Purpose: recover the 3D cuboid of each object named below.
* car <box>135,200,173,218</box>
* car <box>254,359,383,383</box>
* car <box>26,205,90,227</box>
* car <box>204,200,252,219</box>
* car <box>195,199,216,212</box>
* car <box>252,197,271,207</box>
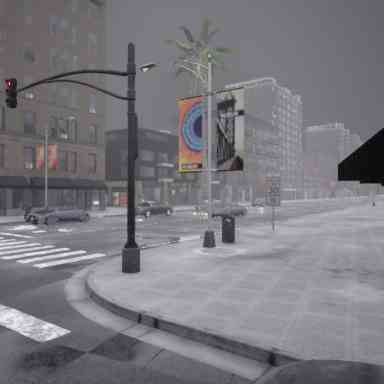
[{"bbox_3d":[-3.740,1.536,31.047,1.837,1.490,4.892,0,0,35],"label":"car"},{"bbox_3d":[2.141,1.551,1.323,4.403,1.369,2.008,0,0,35],"label":"car"},{"bbox_3d":[-9.250,1.579,23.225,1.994,1.385,4.181,0,0,35],"label":"car"},{"bbox_3d":[3.260,1.609,29.357,1.994,1.385,4.181,0,0,35],"label":"car"},{"bbox_3d":[2.186,1.578,39.446,1.812,1.442,4.674,0,0,35],"label":"car"},{"bbox_3d":[10.807,1.597,51.549,1.837,1.490,4.892,0,-1,35],"label":"car"}]
